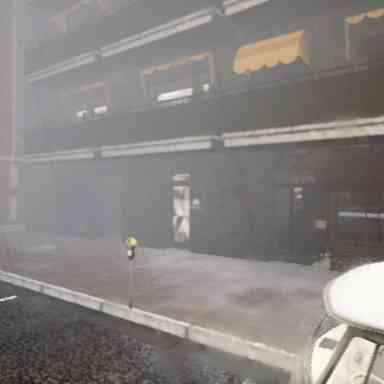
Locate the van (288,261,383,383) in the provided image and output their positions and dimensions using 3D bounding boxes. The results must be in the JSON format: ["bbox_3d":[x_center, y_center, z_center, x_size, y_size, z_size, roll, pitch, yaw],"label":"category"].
[{"bbox_3d":[2.310,1.341,1.215,3.998,1.788,1.690,0,0,35],"label":"van"}]
